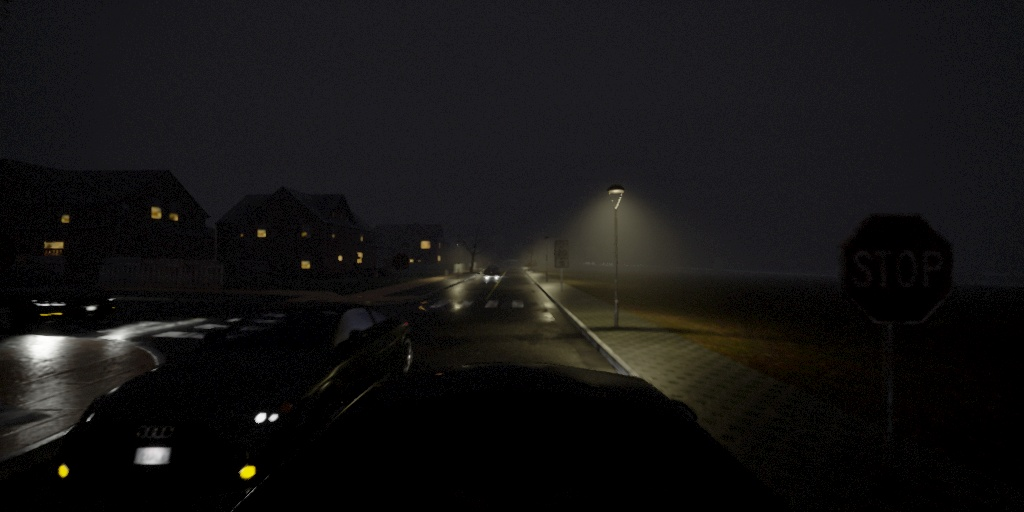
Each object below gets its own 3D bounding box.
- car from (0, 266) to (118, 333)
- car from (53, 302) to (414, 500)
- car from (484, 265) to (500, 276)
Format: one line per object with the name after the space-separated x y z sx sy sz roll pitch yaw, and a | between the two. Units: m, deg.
-13.121 1.014 9.269 4.892 1.490 1.837 2 -1 3 | car
-2.727 1.345 4.723 1.994 1.385 4.181 0 0 0 | car
-2.548 1.881 46.599 1.994 1.385 4.181 0 -1 0 | car
